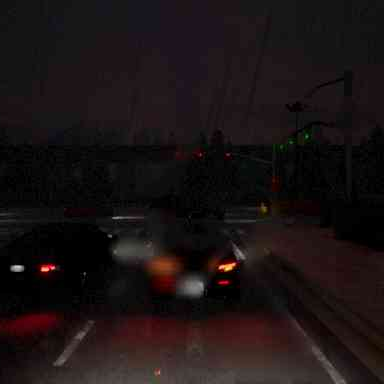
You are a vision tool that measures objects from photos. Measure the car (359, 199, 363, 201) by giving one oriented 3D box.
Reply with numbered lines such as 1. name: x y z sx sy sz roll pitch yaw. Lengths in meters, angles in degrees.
1. car: 23.225 1.598 46.793 4.718 1.301 1.895 0 0 0

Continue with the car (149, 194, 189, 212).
1. car: -1.383 1.219 32.721 5.566 2.045 2.150 0 0 0

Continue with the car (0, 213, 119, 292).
1. car: -3.421 1.547 9.028 2.033 1.411 5.357 0 0 0

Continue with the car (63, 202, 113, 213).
1. car: -9.058 1.562 29.263 4.181 1.385 1.994 0 0 0

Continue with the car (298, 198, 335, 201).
1. car: 16.916 1.489 43.320 4.902 1.511 2.128 0 0 0

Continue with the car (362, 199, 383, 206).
1. car: 18.123 1.476 29.113 5.008 1.535 1.882 0 0 0

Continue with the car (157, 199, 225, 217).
1. car: 0.042 1.490 25.714 4.902 1.511 2.128 0 0 0

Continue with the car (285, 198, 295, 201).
1. car: 14.117 1.523 46.834 4.674 1.442 1.812 0 0 2

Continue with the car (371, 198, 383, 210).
1. car: 26.178 1.523 43.281 4.674 1.442 1.812 0 0 0

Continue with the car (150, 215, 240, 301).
1. car: 0.071 1.525 8.207 1.812 1.442 4.674 0 0 0
